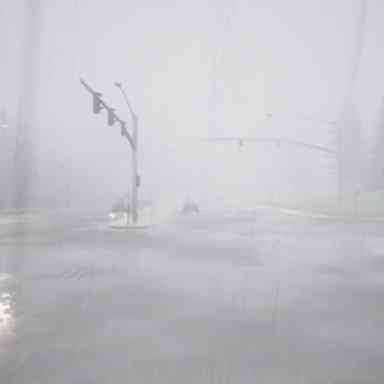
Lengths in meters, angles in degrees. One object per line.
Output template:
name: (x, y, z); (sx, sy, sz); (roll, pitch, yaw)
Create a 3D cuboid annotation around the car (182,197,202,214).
car: (-0.132, 1.681, 38.187); (1.812, 1.442, 4.674); (0, 0, -1)

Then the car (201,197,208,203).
car: (2.733, 1.847, 79.292); (1.812, 1.442, 4.674); (0, 0, -1)

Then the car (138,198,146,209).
car: (-8.387, 1.704, 49.169); (1.837, 1.490, 4.892); (0, 0, -1)

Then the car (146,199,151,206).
car: (-8.486, 1.840, 59.113); (1.895, 1.301, 4.718); (0, 0, 0)

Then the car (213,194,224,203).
car: (6.233, 1.548, 79.301); (2.150, 2.045, 5.566); (0, 0, -1)

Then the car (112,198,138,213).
car: (-8.260, 1.515, 40.136); (2.097, 1.767, 4.553); (0, 0, -1)
